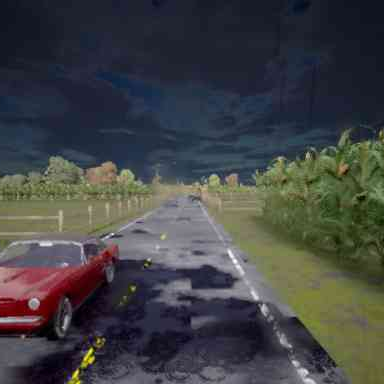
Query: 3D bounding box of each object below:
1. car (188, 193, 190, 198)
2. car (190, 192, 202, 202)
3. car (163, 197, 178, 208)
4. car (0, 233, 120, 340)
[{"bbox_3d":[0.016,0.947,88.275,1.812,1.442,4.674,0,0,0],"label":"car"},{"bbox_3d":[0.974,1.207,69.635,1.837,1.490,4.892,0,0,0],"label":"car"},{"bbox_3d":[-2.831,1.366,44.583,2.033,1.411,5.357,0,0,0],"label":"car"},{"bbox_3d":[-2.841,1.576,6.609,1.895,1.301,4.718,0,0,0],"label":"car"}]
